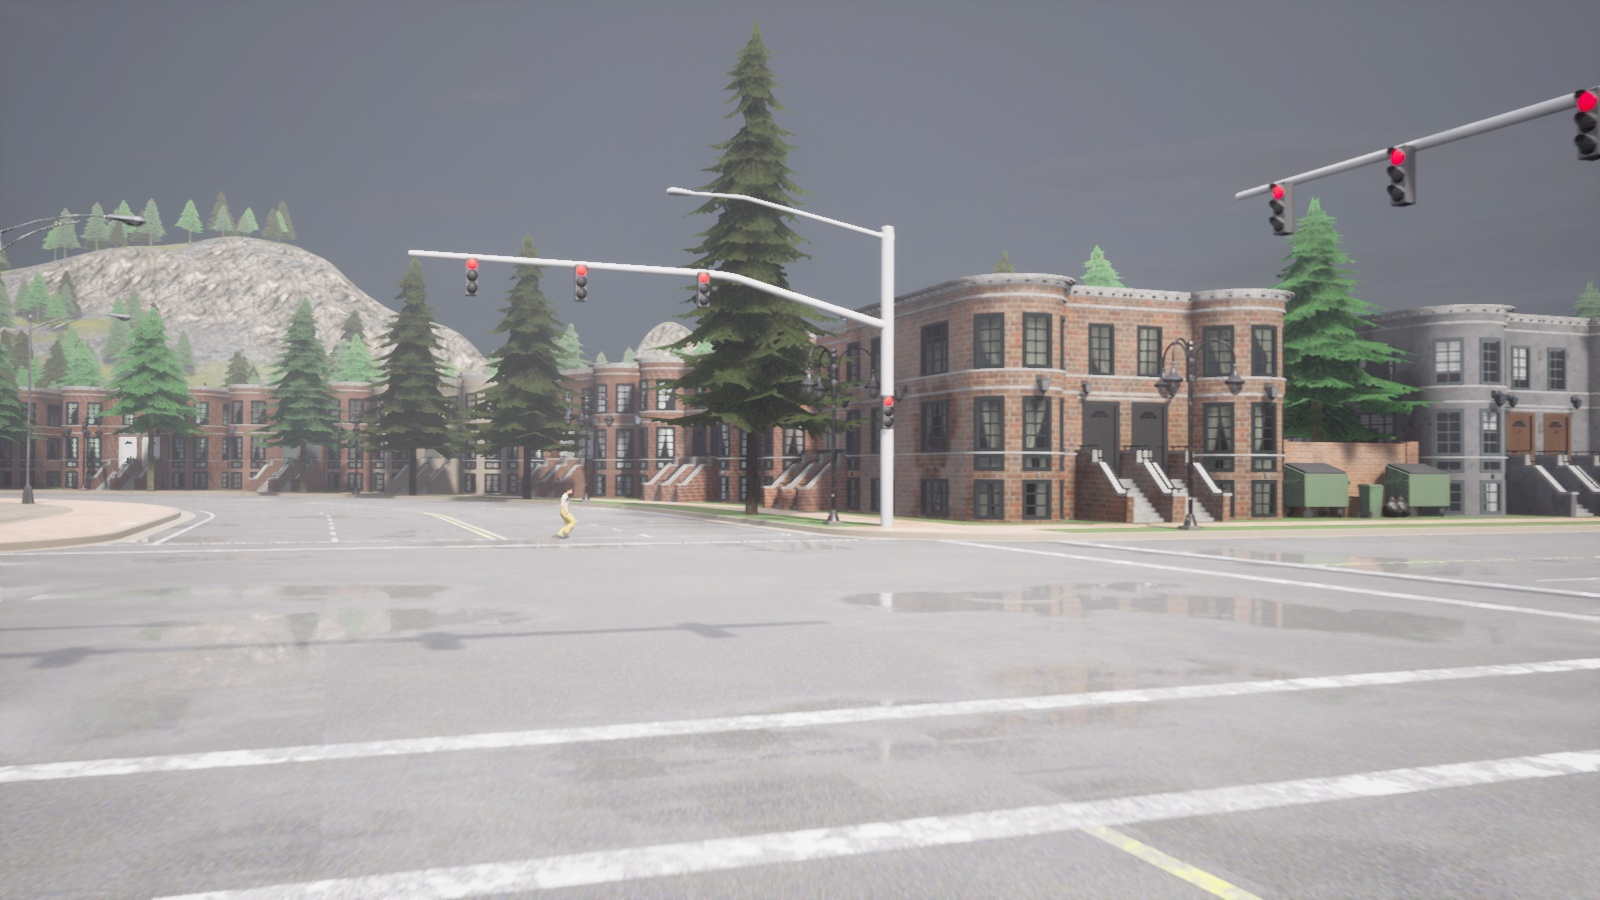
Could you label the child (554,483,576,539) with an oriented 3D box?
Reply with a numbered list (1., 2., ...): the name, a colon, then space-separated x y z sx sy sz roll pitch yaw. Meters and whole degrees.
1. child: -5.320 1.380 28.409 0.437 1.263 0.270 0 -1 -19
